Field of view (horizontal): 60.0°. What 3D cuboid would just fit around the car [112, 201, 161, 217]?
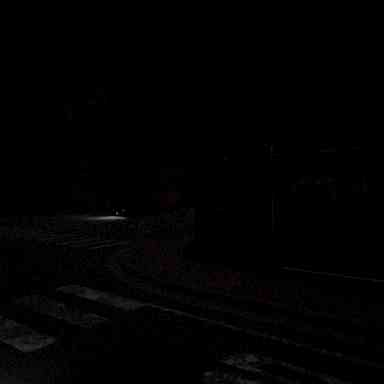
[{"bbox_3d":[-5.324,1.602,32.742,2.033,1.411,5.357,0,0,36],"label":"car"}]
